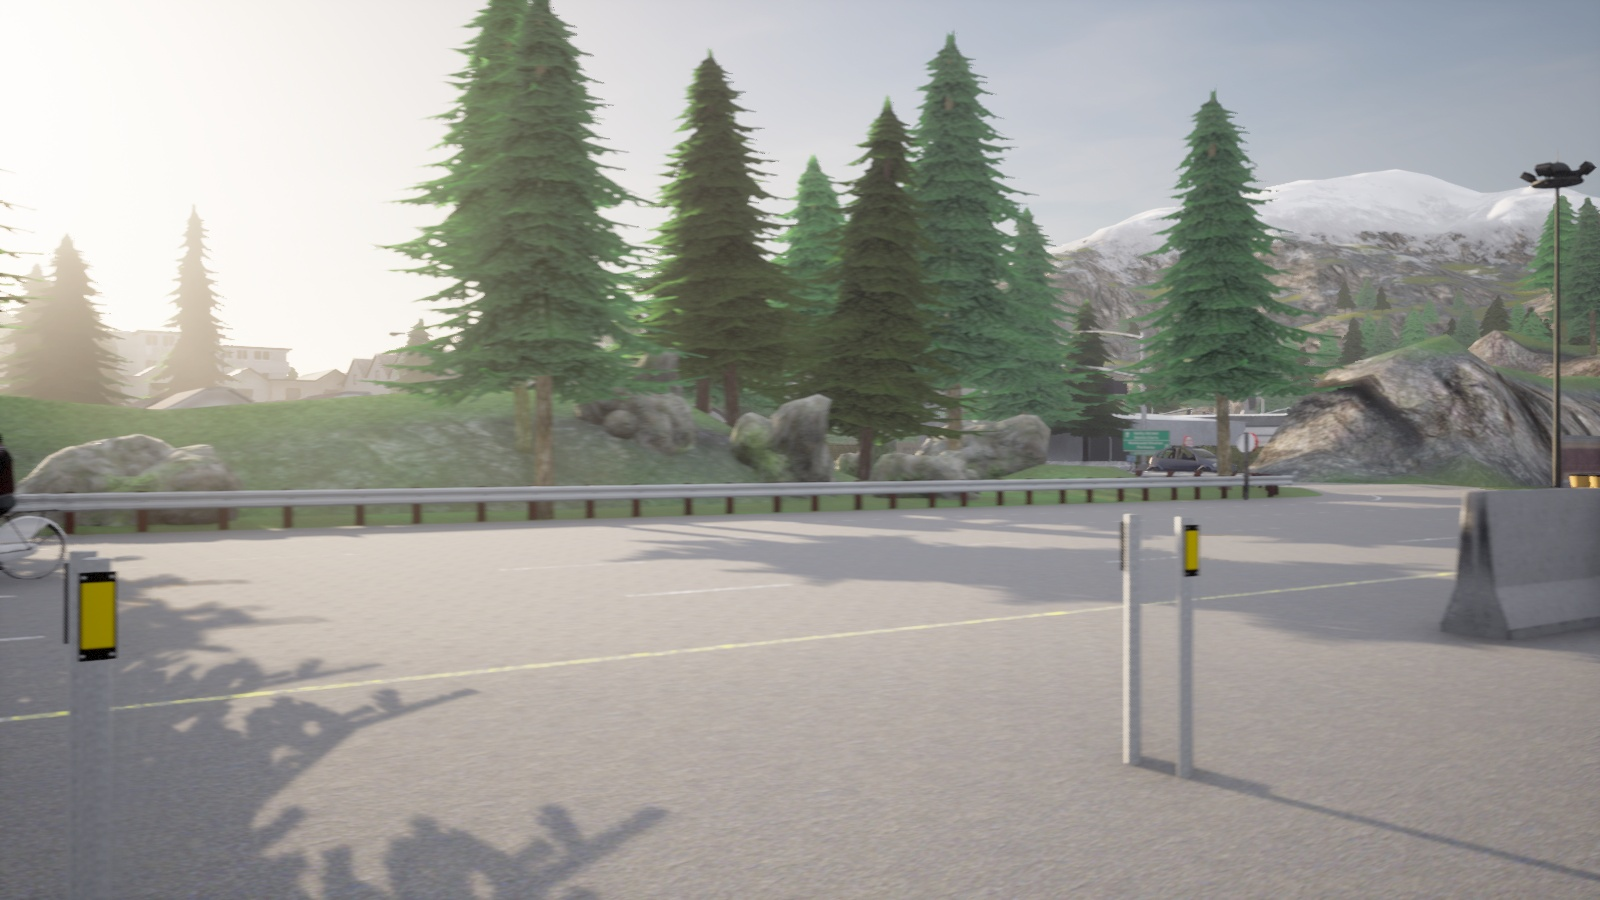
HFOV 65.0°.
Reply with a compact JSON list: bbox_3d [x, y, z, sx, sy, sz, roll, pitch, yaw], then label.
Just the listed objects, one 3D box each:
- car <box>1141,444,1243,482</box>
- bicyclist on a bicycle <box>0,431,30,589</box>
[{"bbox_3d":[17.321,0.550,55.612,1.851,1.617,3.988,0,0,-35],"label":"car"},{"bbox_3d":[-9.678,0.670,13.980,1.843,1.776,0.659,0,0,-35],"label":"bicyclist on a bicycle"}]
